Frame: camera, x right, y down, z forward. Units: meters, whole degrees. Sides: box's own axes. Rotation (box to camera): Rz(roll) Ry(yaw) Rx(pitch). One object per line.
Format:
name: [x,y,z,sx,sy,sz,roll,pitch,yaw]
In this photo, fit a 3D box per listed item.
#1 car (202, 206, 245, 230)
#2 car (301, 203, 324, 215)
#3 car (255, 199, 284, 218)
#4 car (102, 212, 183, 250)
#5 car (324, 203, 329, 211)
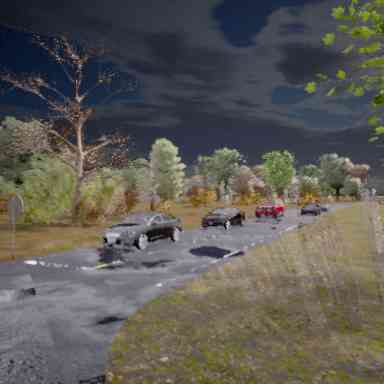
car: [2.426,1.868,24.881,1.882,1.535,5.008,-1,-1,27]
car: [15.422,2.191,43.039,1.994,1.385,4.181,-1,-1,27]
car: [8.805,1.786,37.184,2.150,2.045,5.566,-1,-1,28]
car: [-2.202,1.755,15.934,2.128,1.511,4.902,-1,-1,27]
car: [21.110,2.378,54.033,1.895,1.301,4.718,-1,-1,26]
